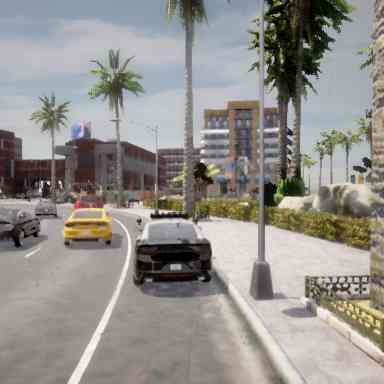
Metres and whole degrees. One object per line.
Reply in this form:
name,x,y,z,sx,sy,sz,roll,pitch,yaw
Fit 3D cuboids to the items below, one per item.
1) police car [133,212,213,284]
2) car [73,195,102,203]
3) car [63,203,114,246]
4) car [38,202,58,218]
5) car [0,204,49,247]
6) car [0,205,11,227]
police car,-0.678,1.424,9.770,1.930,1.638,5.238,0,0,-7
car,-9.717,1.251,30.849,2.150,2.045,5.566,0,0,-24
car,-4.717,1.482,15.542,1.882,1.535,5.008,0,0,-12
car,-12.900,1.553,29.392,2.033,1.411,5.357,0,0,-24
car,-8.140,1.489,14.810,2.128,1.511,4.902,0,0,-12
car,-14.276,1.644,23.483,1.895,1.301,4.718,0,0,-20
